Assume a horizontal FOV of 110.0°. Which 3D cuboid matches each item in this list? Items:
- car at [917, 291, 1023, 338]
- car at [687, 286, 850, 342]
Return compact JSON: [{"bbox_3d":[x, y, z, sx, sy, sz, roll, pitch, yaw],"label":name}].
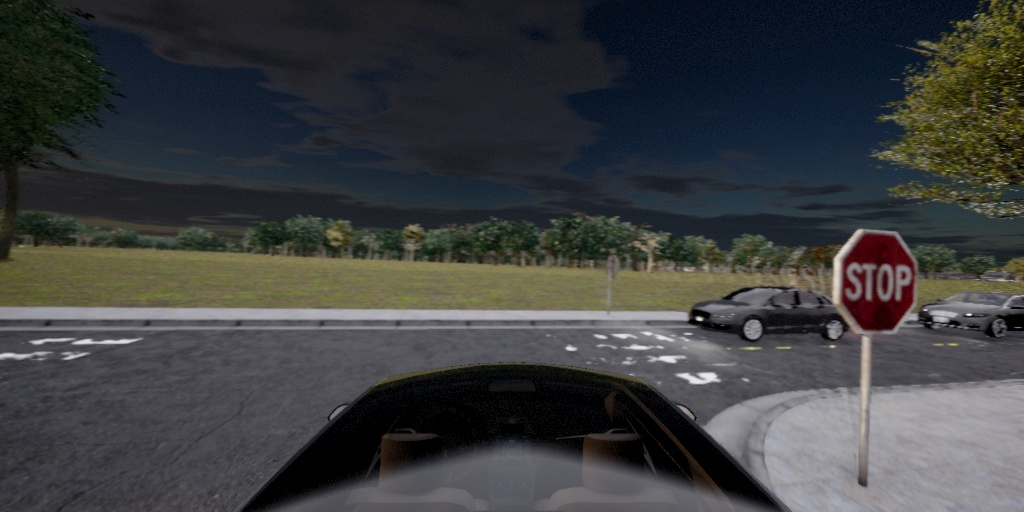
[{"bbox_3d":[17.515,2.066,13.149,4.902,1.511,2.128,2,-1,-13],"label":"car"},{"bbox_3d":[7.831,1.683,10.982,4.892,1.490,1.837,2,-1,-13],"label":"car"}]
